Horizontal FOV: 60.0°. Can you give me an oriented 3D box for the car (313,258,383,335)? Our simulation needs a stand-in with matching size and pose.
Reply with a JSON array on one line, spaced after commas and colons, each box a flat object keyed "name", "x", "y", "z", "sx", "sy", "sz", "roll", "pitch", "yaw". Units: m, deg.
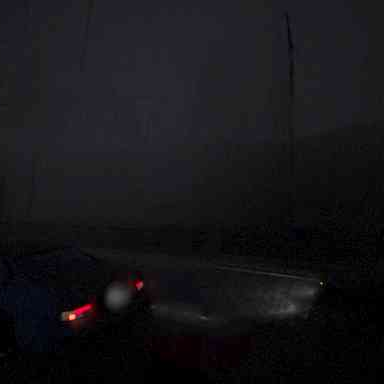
[{"name": "car", "x": 4.708, "y": 1.493, "z": 4.864, "sx": 5.357, "sy": 1.411, "sz": 2.033, "roll": 0, "pitch": 1, "yaw": 35}]

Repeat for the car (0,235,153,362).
[{"name": "car", "x": -3.309, "y": 1.483, "z": 5.664, "sx": 5.357, "sy": 1.411, "sz": 2.033, "roll": 0, "pitch": 1, "yaw": 26}]
